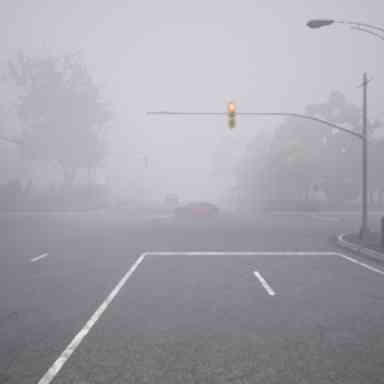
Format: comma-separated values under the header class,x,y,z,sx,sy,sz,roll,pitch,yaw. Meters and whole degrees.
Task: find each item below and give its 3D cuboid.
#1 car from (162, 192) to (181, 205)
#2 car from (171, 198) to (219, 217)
class,x,y,z,sx,sy,sz,roll,pitch,yaw
car,-3.470,1.155,57.626,2.150,2.045,5.566,0,0,0
car,0.398,1.539,30.575,4.181,1.385,1.994,0,0,-3
